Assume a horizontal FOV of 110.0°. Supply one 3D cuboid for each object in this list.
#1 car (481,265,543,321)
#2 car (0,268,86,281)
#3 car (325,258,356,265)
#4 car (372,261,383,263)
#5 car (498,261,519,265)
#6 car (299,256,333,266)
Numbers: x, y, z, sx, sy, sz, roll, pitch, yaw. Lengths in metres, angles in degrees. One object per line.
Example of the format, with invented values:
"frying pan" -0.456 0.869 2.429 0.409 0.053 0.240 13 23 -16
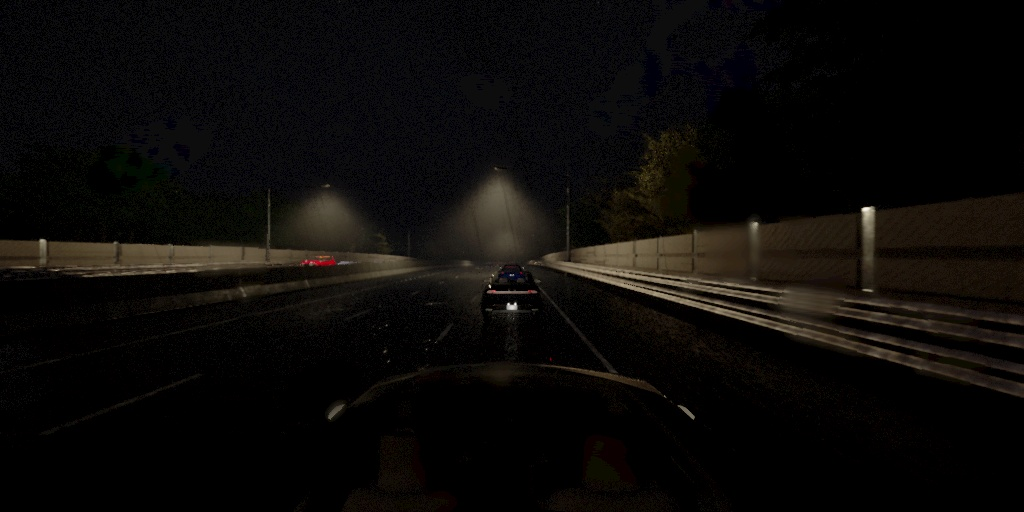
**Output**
"car" -0.001 1.249 12.565 2.128 1.511 4.902 0 0 0
"car" -24.551 1.299 17.556 2.033 1.411 5.357 0 0 1
"car" -21.091 1.339 45.697 2.033 1.411 5.357 0 0 0
"car" -17.584 1.365 47.087 1.994 1.385 4.181 0 0 0
"car" -0.004 1.321 27.328 1.994 1.385 4.181 0 0 0
"car" -24.588 1.012 45.554 2.150 2.045 5.566 0 0 0
